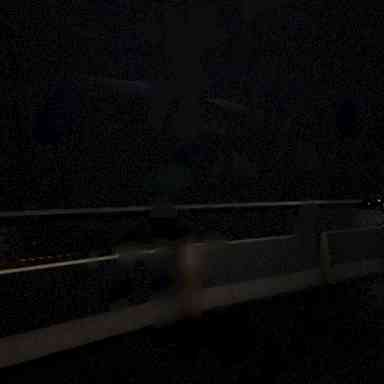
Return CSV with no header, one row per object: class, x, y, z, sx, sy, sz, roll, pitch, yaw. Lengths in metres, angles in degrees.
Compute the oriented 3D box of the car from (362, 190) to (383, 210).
car,20.465,0.777,34.777,5.566,2.045,2.150,-1,0,-23
